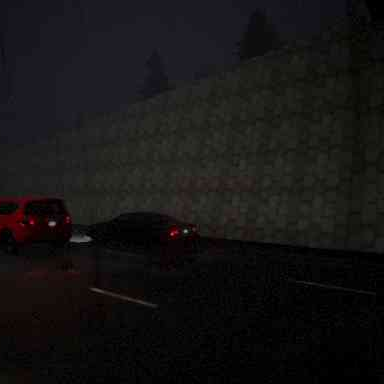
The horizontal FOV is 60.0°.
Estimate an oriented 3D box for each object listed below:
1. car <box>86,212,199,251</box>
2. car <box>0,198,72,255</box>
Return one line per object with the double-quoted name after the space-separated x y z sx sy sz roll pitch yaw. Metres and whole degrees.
-2.268 1.576 14.351 5.357 1.411 2.033 0 0 36 "car"
-7.226 1.244 13.646 5.566 2.045 2.150 0 0 36 "car"
